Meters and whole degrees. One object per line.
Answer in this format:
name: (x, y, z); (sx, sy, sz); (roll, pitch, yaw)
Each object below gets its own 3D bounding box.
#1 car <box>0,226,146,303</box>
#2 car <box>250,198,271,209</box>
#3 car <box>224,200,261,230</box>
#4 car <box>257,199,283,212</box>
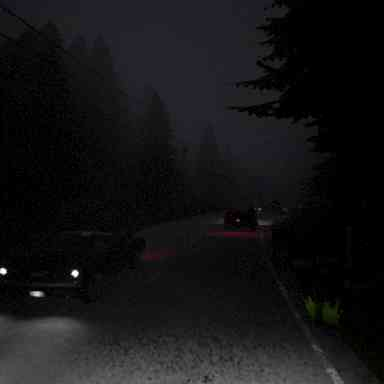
car: (-2.636, 1.601, 8.405); (1.895, 1.301, 4.718); (0, 0, 7)
car: (10.112, 1.672, 48.752); (1.994, 1.385, 4.181); (0, 0, 25)
car: (3.298, 1.520, 21.882); (1.882, 1.535, 5.008); (0, 0, 14)
car: (9.493, 1.583, 39.237); (2.128, 1.511, 4.902); (0, 0, 24)
